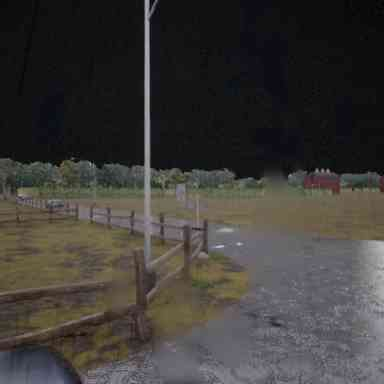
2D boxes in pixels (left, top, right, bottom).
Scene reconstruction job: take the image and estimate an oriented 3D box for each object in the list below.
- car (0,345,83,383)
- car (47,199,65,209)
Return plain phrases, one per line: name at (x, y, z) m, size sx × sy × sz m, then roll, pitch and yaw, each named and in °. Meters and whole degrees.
car at (-2.864, 1.556, 0.880) m, size 5.357 × 1.411 × 2.033 m, roll 0°, pitch 0°, yaw -33°
car at (-19.983, 1.739, 48.454) m, size 2.033 × 1.411 × 5.357 m, roll -2°, pitch 1°, yaw -33°
